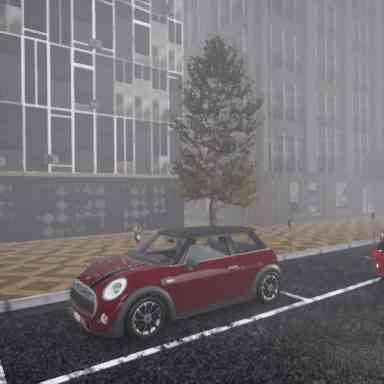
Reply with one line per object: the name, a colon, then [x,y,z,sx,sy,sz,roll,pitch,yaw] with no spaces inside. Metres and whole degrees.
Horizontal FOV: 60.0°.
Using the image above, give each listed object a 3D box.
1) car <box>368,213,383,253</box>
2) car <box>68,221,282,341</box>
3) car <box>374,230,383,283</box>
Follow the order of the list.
car: [9.044,1.534,13.048,4.403,1.369,2.008,0,0,-36]
car: [-0.200,1.436,6.434,4.097,1.590,1.967,0,0,-36]
car: [6.773,1.210,8.230,5.566,2.045,2.150,0,0,-36]
